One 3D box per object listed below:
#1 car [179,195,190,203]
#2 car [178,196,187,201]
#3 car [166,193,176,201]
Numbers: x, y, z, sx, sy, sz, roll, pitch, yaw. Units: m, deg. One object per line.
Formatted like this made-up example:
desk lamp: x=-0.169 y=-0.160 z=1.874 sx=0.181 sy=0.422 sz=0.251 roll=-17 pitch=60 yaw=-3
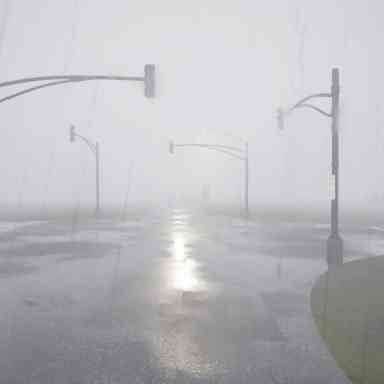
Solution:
car: x=-1.645 y=1.384 z=69.865 sx=2.097 sy=1.767 sz=4.553 roll=0 pitch=0 yaw=-3
car: x=-2.251 y=1.559 z=79.939 sx=1.895 sy=1.301 sz=4.718 roll=0 pitch=0 yaw=-4
car: x=-4.633 y=1.013 z=73.958 sx=2.097 sy=1.767 sz=4.553 roll=0 pitch=0 yaw=-3
